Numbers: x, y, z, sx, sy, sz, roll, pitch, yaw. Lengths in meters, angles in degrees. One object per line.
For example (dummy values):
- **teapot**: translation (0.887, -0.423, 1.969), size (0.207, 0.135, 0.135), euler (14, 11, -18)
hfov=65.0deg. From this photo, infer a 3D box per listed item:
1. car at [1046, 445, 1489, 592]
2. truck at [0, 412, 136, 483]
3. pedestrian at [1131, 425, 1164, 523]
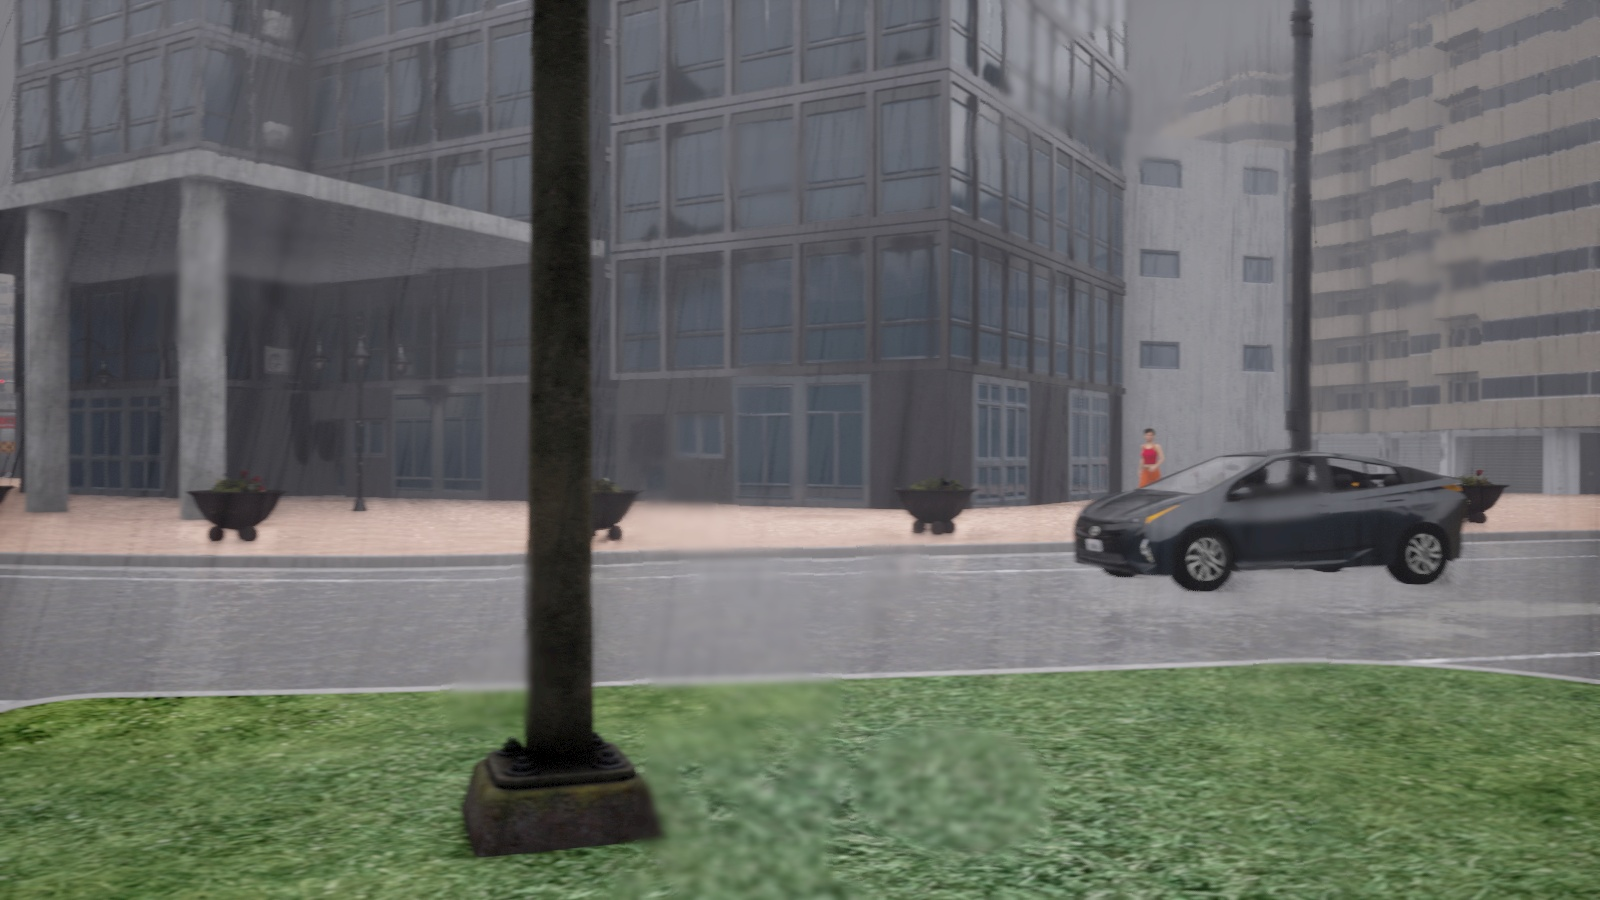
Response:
- **car**: translation (5.388, 0.712, 14.646), size (4.514, 1.525, 2.007), euler (0, 0, -15)
- **truck**: translation (-41.878, -0.132, 69.714), size (8.468, 3.827, 2.891), euler (1, 0, -20)
- **pedestrian**: translation (6.578, 0.447, 23.752), size (0.594, 1.836, 0.345), euler (0, 0, -44)
